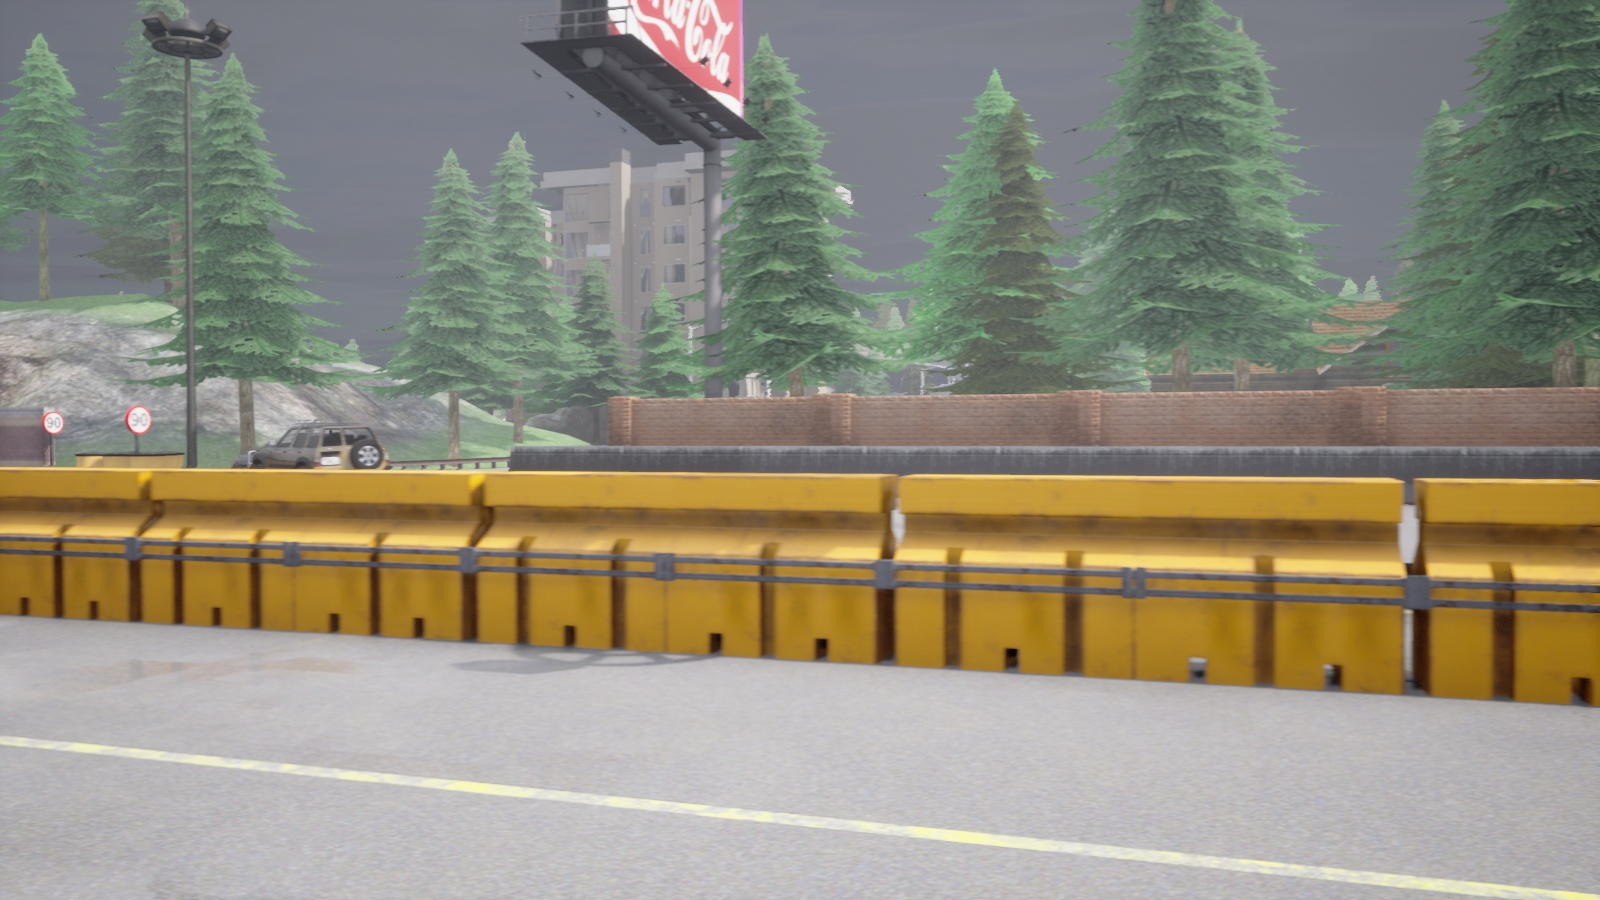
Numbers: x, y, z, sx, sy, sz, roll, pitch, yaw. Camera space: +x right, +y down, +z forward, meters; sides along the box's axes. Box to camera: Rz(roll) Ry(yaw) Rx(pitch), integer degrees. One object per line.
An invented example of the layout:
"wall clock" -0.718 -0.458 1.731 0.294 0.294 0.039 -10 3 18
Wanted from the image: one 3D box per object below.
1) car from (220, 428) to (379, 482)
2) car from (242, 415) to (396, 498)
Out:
"car" -15.098 0.095 38.163 2.007 1.525 4.514 1 1 20
"car" -11.836 0.106 30.755 1.932 1.855 4.605 -2 2 -42
